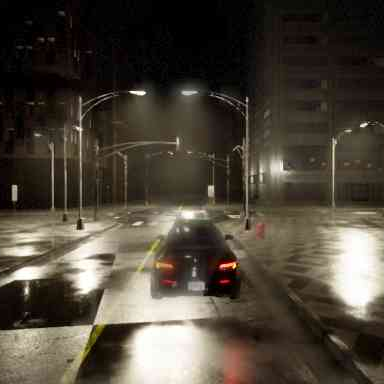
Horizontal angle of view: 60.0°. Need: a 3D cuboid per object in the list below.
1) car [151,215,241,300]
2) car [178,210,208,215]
[{"bbox_3d":[0.076,1.525,8.280,1.812,1.442,4.674,0,0,0],"label":"car"},{"bbox_3d":[0.055,1.597,17.305,1.895,1.301,4.718,0,0,0],"label":"car"}]
